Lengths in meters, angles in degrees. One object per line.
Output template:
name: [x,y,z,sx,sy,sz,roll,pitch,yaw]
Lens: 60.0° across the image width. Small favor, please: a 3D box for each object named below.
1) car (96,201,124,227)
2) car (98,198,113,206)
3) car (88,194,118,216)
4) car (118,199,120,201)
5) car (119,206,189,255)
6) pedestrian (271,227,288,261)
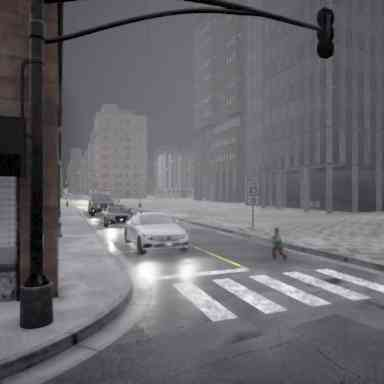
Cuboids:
car: [-5.226,1.590,23.055,1.994,1.385,4.181,0,0,-21]
car: [-14.894,1.667,57.096,1.895,1.301,4.718,0,0,-21]
car: [-9.056,1.259,33.042,2.150,2.045,5.566,0,0,-21]
car: [-11.218,1.656,47.548,1.895,1.301,4.718,0,0,-21]
car: [-1.628,1.541,13.761,1.812,1.442,4.674,0,0,-21]
pedestrian: [2.782,1.685,10.664,0.500,1.100,0.500,0,0,-21]
